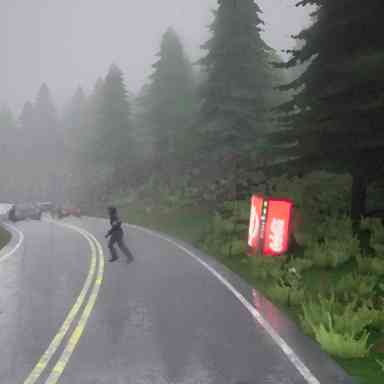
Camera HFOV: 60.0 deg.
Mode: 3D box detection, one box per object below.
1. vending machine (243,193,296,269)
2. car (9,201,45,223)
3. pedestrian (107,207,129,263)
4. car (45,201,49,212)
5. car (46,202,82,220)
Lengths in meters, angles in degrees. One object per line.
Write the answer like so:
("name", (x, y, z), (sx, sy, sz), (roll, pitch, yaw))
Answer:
("vending machine", (2.303, 1.136, 10.008), (1.100, 2.100, 0.880), (4, 4, -13))
("car", (-14.888, 1.725, 29.532), (2.097, 1.767, 4.553), (-3, 1, -34))
("pedestrian", (-2.329, 1.311, 10.279), (0.375, 1.860, 0.375), (-6, 6, -14))
("car", (-17.840, 1.883, 39.716), (1.837, 1.490, 4.892), (-3, 1, -35))
("car", (-11.938, 1.808, 31.234), (1.895, 1.301, 4.718), (-3, 1, -34))
